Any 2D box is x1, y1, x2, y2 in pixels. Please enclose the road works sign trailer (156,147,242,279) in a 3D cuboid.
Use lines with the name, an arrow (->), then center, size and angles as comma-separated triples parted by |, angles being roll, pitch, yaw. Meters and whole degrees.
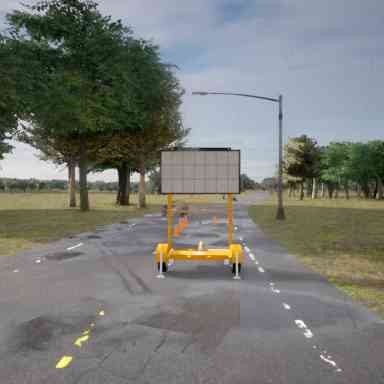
road works sign trailer -> 0.248, 0.466, 10.076 | 2.380, 3.560, 2.880 | 0, 0, 3

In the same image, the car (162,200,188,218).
car -> -1.523, 1.514, 30.879 | 2.128, 1.511, 4.902 | 0, 0, 7

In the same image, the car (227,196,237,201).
car -> 9.774, 1.589, 81.491 | 1.994, 1.385, 4.181 | 0, 0, 18
